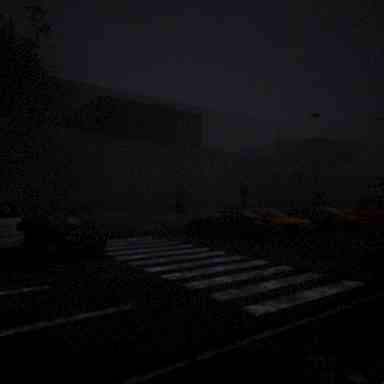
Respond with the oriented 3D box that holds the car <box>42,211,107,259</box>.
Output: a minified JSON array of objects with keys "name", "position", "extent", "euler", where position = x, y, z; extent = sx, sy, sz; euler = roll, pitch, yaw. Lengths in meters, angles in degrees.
[{"name":"car","position":[-5.354,1.521,12.827],"extent":[4.892,1.521,2.231],"euler":[-1,-1,34]}]

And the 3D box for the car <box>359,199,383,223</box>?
[{"name":"car","position":[14.107,1.675,26.640],"extent":[4.553,1.767,2.185],"euler":[-1,-1,34]}]

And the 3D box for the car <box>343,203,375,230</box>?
[{"name":"car","position":[9.377,1.723,23.092],"extent":[5.366,1.575,1.946],"euler":[-1,-2,35]}]

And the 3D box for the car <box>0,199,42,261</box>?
[{"name":"car","position":[-7.809,1.242,11.103],"extent":[5.566,2.045,2.435],"euler":[-1,-1,35]}]

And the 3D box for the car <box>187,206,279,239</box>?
[{"name":"car","position":[1.936,1.654,18.001],"extent":[4.674,1.452,2.002],"euler":[-1,-1,35]}]

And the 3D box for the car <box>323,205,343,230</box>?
[{"name":"car","position":[6.767,1.718,21.479],"extent":[4.792,1.488,2.163],"euler":[-1,-1,35]}]

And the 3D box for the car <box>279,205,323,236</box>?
[{"name":"car","position":[4.517,1.645,19.632],"extent":[5.366,1.575,1.946],"euler":[-1,-1,35]}]
